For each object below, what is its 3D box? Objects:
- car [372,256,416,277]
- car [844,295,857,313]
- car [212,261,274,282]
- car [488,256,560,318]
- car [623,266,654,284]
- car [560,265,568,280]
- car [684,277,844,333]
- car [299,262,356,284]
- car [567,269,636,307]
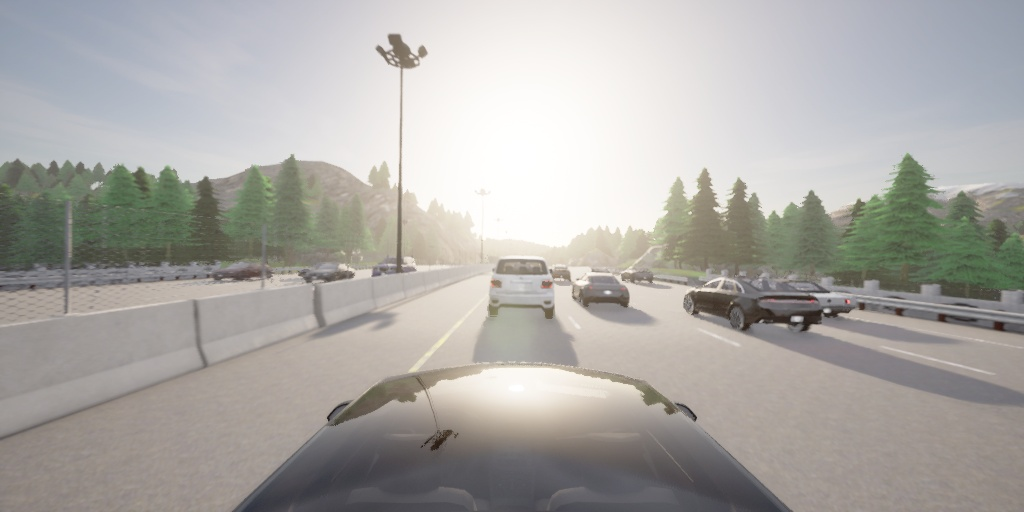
[{"bbox_3d":[-9.795,1.050,30.303,2.150,2.045,5.566,1,-1,2],"label":"car"},{"bbox_3d":[10.895,1.608,14.544,1.895,1.301,4.718,1,-1,2],"label":"car"},{"bbox_3d":[-20.405,1.142,27.501,1.812,1.442,4.674,1,-1,2],"label":"car"},{"bbox_3d":[0.381,1.042,13.570,2.150,2.045,5.566,1,-1,2],"label":"car"},{"bbox_3d":[11.442,1.707,33.060,2.128,1.511,4.902,1,-1,2],"label":"car"},{"bbox_3d":[4.474,1.616,34.234,1.837,1.490,4.892,1,-1,2],"label":"car"},{"bbox_3d":[7.307,1.410,11.511,2.128,1.511,4.902,1,-1,2],"label":"car"},{"bbox_3d":[-13.422,1.256,26.867,1.812,1.442,4.674,1,-1,2],"label":"car"},{"bbox_3d":[3.953,1.473,16.564,1.994,1.385,4.181,1,-1,2],"label":"car"}]
